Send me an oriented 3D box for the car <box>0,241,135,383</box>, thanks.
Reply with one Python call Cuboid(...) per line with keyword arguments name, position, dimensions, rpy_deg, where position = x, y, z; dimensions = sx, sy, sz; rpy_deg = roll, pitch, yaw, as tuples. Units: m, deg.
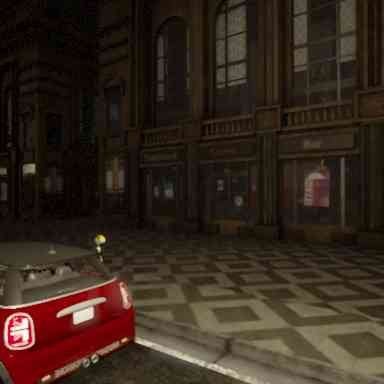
Cuboid(name="car", position=(-2.835, 1.468, 4.992), dimensions=(4.097, 1.590, 1.967), rpy_deg=(0, 0, 36))
